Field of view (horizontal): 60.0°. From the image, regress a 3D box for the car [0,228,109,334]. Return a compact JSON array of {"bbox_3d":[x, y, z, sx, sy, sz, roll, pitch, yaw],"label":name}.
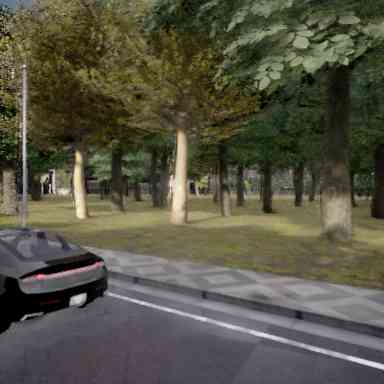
[{"bbox_3d":[-3.781,1.492,6.691,4.902,1.511,2.128,0,0,36],"label":"car"}]
